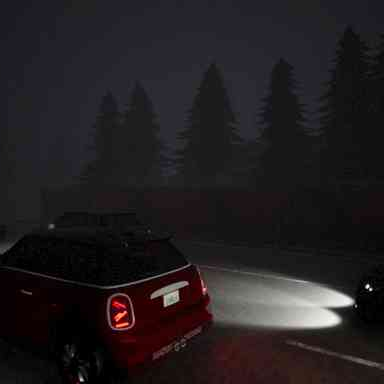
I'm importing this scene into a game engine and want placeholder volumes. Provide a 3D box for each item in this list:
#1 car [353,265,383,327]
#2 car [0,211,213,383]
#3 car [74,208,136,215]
[{"bbox_3d":[4.726,1.564,4.917,4.181,1.385,1.994,0,0,36],"label":"car"},{"bbox_3d":[-1.989,1.352,5.404,4.553,1.767,2.097,0,0,35],"label":"car"},{"bbox_3d":[-3.411,1.352,10.718,4.553,1.767,2.097,0,0,35],"label":"car"}]
